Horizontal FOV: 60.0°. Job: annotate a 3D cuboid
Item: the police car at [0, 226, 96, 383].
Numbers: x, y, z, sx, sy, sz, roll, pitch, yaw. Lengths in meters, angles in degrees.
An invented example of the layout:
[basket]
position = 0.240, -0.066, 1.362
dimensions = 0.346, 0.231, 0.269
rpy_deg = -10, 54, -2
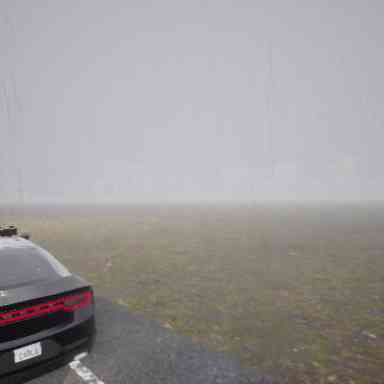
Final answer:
[police car]
position = -3.374, 1.387, 5.196
dimensions = 1.930, 1.638, 5.238
rpy_deg = -2, 2, -42
